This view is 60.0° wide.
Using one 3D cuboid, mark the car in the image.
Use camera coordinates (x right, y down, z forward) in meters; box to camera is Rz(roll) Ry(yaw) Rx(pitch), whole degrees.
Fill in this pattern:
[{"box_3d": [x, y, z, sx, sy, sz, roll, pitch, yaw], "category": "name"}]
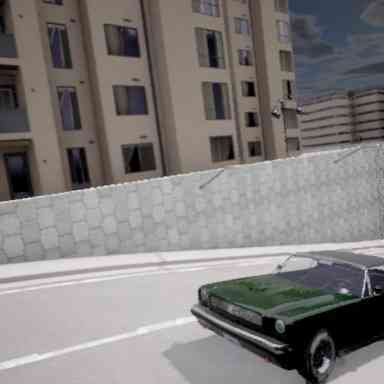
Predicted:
[{"box_3d": [2.328, 1.736, 5.657, 4.718, 1.301, 1.895, 3, -2, -36], "category": "car"}]
